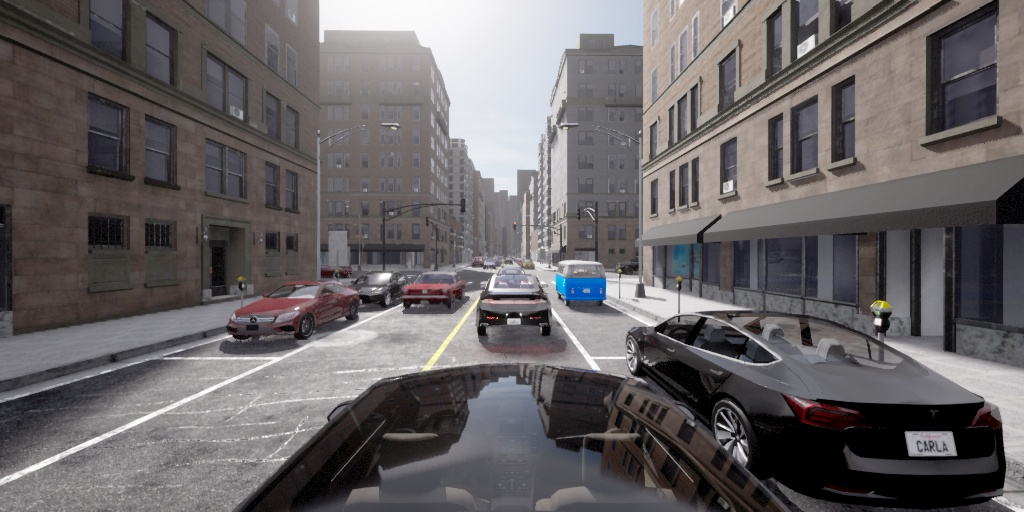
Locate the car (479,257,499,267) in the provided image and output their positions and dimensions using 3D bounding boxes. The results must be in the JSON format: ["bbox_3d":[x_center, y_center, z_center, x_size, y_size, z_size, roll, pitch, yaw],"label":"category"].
[{"bbox_3d":[-3.410,1.289,54.939,2.033,1.411,5.357,0,0,-1],"label":"car"}]

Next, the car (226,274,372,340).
[{"bbox_3d":[-5.683,1.332,9.942,1.802,1.307,4.207,0,0,0],"label":"car"}]

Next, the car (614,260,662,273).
[{"bbox_3d":[14.726,1.211,42.081,5.008,1.535,1.882,0,0,-1],"label":"car"}]

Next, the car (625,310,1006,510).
[{"bbox_3d":[2.852,1.316,4.522,1.948,1.339,4.313,0,0,0],"label":"car"}]

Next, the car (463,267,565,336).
[{"bbox_3d":[0.057,1.241,10.388,2.128,1.511,4.902,0,0,0],"label":"car"}]

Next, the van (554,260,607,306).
[{"bbox_3d":[2.831,1.090,15.419,1.690,1.789,3.998,0,0,0],"label":"van"}]

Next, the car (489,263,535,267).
[{"bbox_3d":[-0.034,1.297,20.131,2.033,1.411,5.357,0,0,0],"label":"car"}]

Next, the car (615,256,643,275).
[{"bbox_3d":[14.107,0.964,38.823,5.566,2.045,2.150,0,0,-1],"label":"car"}]

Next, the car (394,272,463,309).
[{"bbox_3d":[-3.125,1.350,15.023,1.895,1.301,4.718,0,0,0],"label":"car"}]

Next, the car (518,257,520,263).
[{"bbox_3d":[2.462,1.179,60.133,1.967,1.591,4.097,0,0,-1],"label":"car"}]

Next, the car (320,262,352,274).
[{"bbox_3d":[-16.657,1.339,31.695,4.718,1.301,1.895,0,0,-1],"label":"car"}]

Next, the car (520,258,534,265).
[{"bbox_3d":[2.546,1.267,54.778,1.751,1.417,4.829,0,0,-1],"label":"car"}]

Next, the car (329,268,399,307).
[{"bbox_3d":[-5.694,1.315,15.393,1.948,1.339,4.313,0,0,0],"label":"car"}]
